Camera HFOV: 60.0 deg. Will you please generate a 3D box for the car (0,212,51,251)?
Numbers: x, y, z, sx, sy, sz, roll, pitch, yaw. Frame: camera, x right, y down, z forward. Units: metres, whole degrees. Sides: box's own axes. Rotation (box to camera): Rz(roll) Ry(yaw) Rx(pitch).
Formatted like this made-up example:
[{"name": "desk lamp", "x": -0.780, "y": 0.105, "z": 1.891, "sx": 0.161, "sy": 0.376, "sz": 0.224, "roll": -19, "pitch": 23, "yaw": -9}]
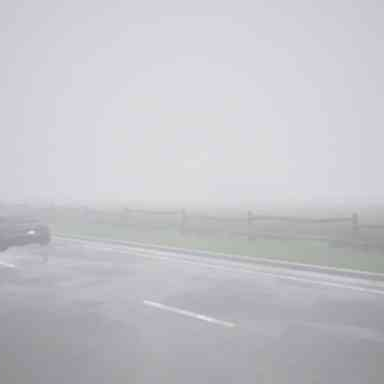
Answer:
[{"name": "car", "x": -7.888, "y": 1.557, "z": 14.205, "sx": 4.181, "sy": 1.385, "sz": 1.994, "roll": 0, "pitch": 0, "yaw": 37}]
